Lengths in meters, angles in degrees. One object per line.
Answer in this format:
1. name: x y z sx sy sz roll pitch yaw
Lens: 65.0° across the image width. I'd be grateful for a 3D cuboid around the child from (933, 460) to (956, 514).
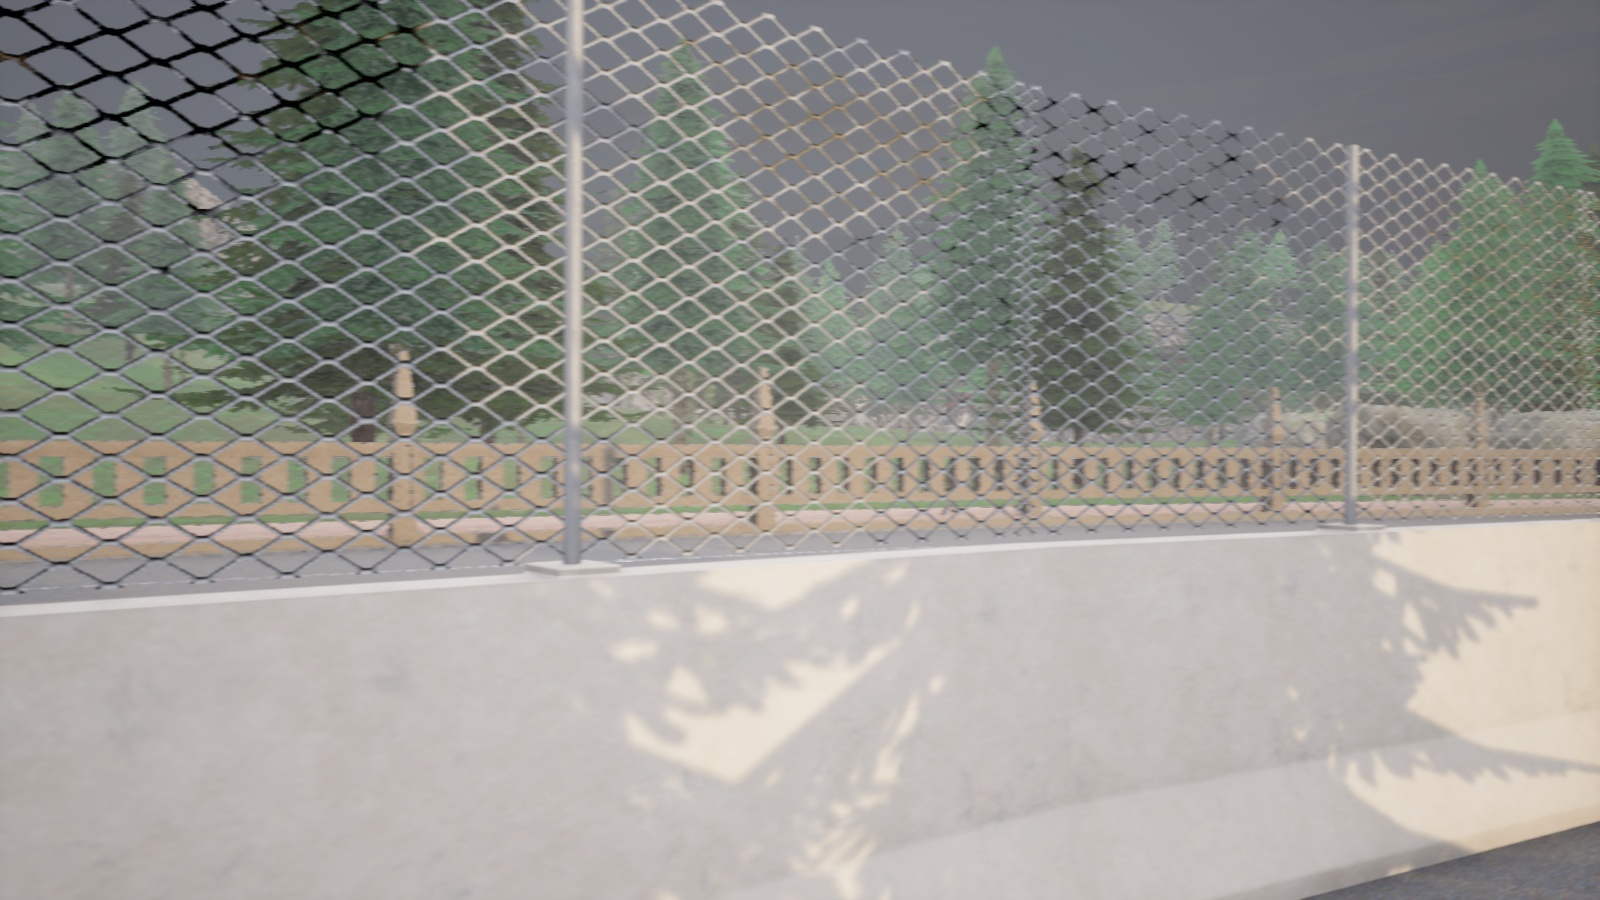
1. child: 2.976 0.759 25.822 0.394 1.110 0.255 0 0 -31
